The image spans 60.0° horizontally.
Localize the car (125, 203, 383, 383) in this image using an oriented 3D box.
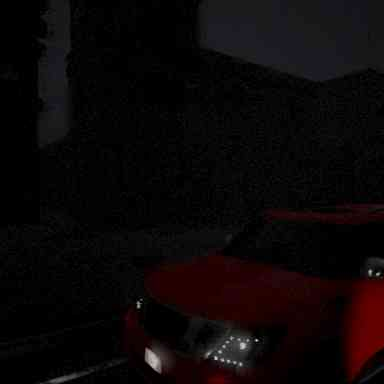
[{"bbox_3d":[1.883,1.223,4.723,5.566,2.045,2.150,0,0,-36],"label":"car"}]
